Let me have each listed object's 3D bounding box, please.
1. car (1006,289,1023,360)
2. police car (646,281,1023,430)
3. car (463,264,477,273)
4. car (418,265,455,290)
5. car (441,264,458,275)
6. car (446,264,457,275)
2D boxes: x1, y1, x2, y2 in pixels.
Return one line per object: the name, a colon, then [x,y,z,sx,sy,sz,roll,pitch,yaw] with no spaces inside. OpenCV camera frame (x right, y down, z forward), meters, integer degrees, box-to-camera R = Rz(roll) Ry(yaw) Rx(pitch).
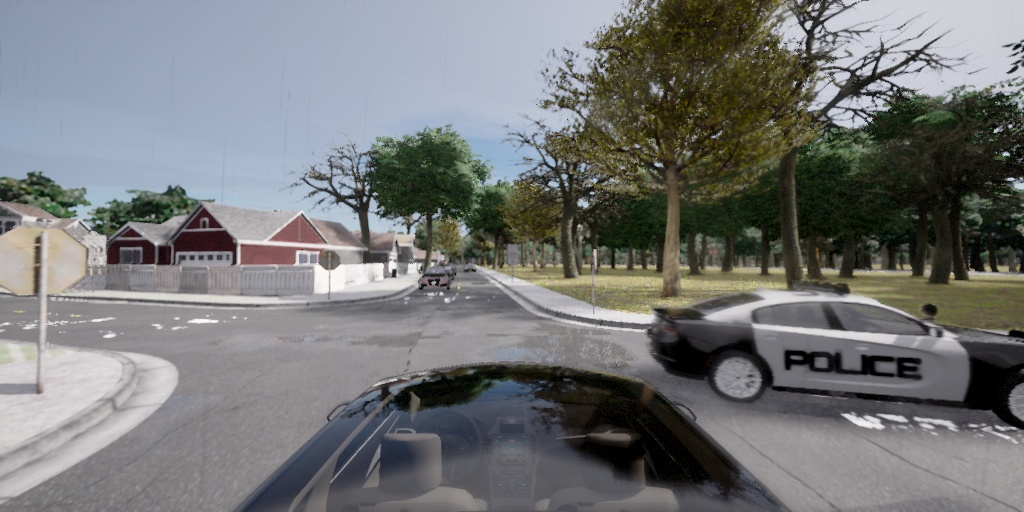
car: [12.603,1.413,6.195,4.674,1.442,1.812,0,-1,15]
police car: [4.807,1.214,5.360,5.238,1.638,1.930,0,-1,15]
car: [-6.484,1.947,55.512,1.895,1.301,4.718,0,-1,-8]
car: [-5.104,1.500,24.224,1.994,1.385,4.181,0,-1,-8]
car: [-8.422,1.789,48.768,2.033,1.411,5.357,0,-1,-8]
car: [-6.551,1.576,34.970,1.812,1.442,4.674,0,-1,-8]
